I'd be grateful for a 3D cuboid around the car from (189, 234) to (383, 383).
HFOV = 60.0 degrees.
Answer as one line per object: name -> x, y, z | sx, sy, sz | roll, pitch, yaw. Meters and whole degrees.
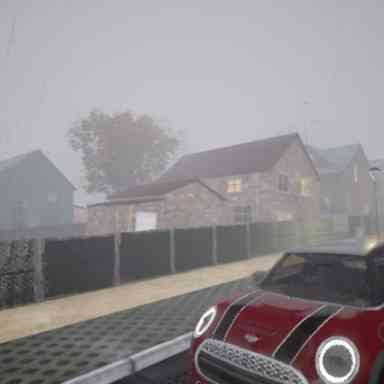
car -> 2.055, 1.580, 4.819 | 4.553, 1.767, 2.097 | 2, -5, -45
